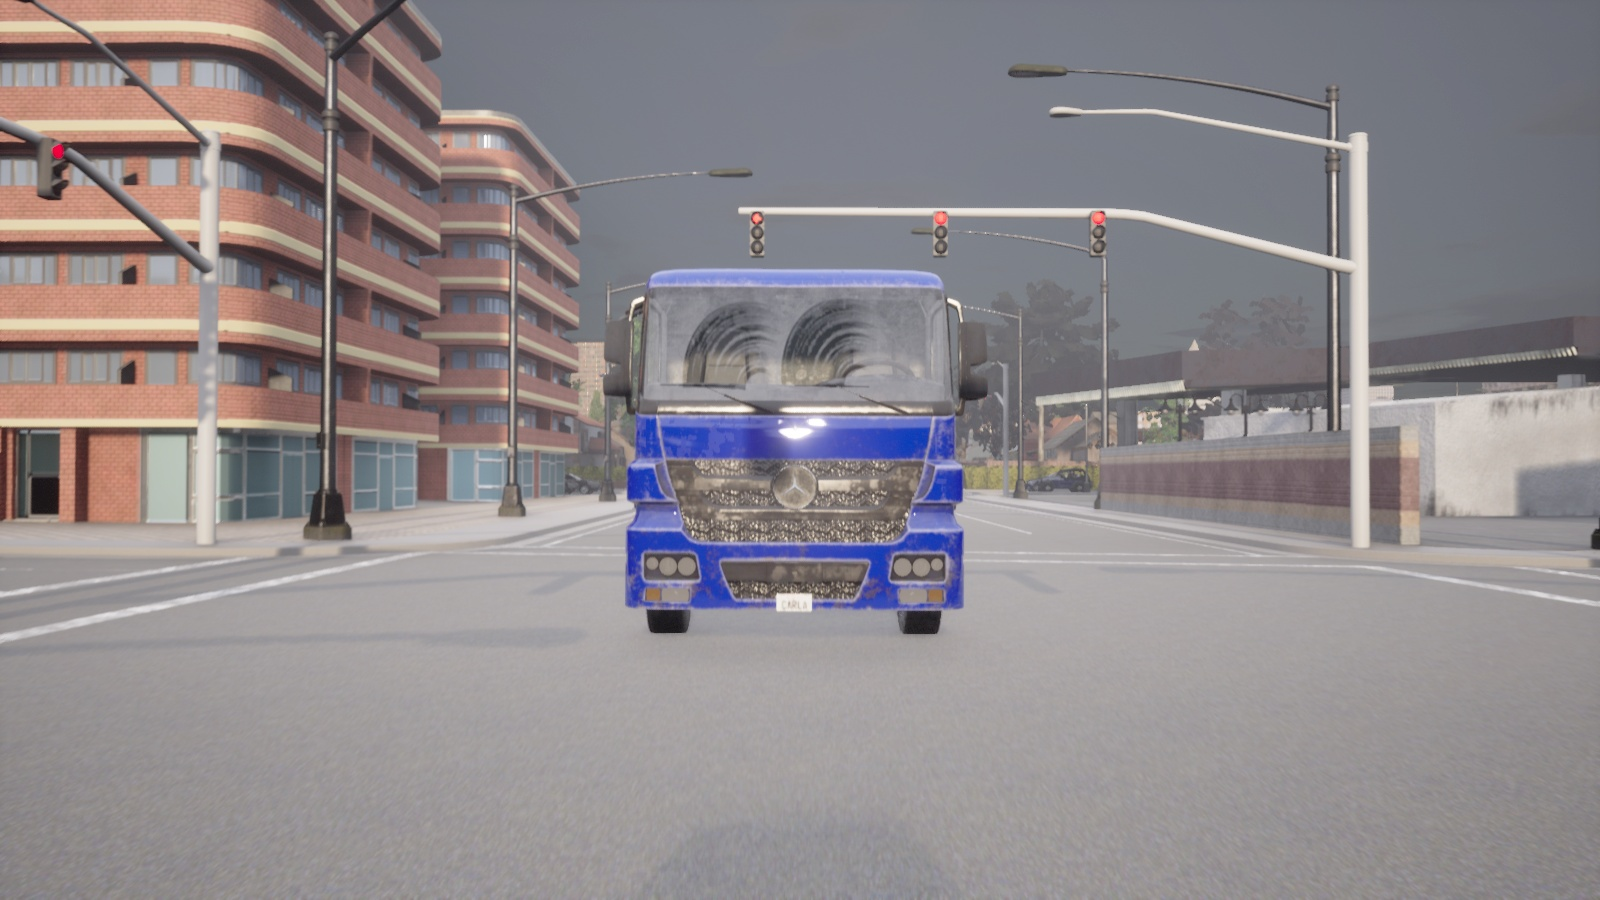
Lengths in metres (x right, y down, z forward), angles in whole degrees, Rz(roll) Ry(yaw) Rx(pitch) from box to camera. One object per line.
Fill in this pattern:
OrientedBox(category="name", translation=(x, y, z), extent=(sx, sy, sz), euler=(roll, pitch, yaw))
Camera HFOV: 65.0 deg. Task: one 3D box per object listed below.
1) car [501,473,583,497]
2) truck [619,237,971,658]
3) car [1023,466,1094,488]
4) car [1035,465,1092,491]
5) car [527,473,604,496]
OrientedBox(category="car", translation=(-16.804, 2.263, 81.884), extent=(4.892, 1.490, 1.837), euler=(0, -1, 2))
OrientedBox(category="truck", translation=(-0.053, 0.039, 14.322), extent=(2.891, 3.462, 7.936), euler=(0, -1, 0))
OrientedBox(category="car", translation=(19.790, 2.084, 96.274), extent=(5.027, 1.651, 2.152), euler=(0, -1, 0))
OrientedBox(category="car", translation=(19.438, 2.045, 92.756), extent=(3.866, 1.878, 1.905), euler=(0, -1, 1))
OrientedBox(category="car", translation=(-15.883, 2.314, 85.215), extent=(4.892, 1.490, 1.837), euler=(0, -1, 1))
